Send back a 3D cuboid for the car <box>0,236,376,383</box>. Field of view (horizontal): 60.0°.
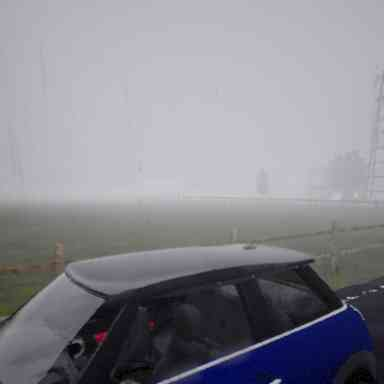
[{"bbox_3d":[-0.517,1.351,2.699,4.553,1.767,2.097,0,0,-35],"label":"car"}]
